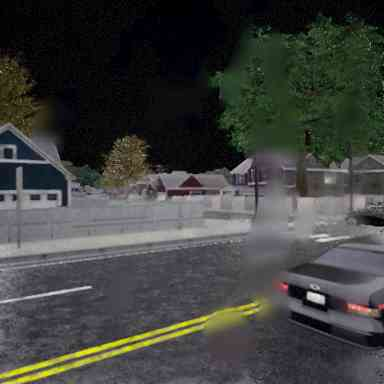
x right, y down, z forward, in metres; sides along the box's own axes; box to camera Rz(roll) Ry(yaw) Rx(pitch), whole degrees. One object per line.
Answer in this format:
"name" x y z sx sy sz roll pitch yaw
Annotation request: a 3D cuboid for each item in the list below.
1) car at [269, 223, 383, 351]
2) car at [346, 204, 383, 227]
"car" 3.784 1.523 6.141 5.357 1.411 2.033 0 0 -36
"car" 11.290 1.467 19.680 2.128 1.511 4.902 0 0 -14
